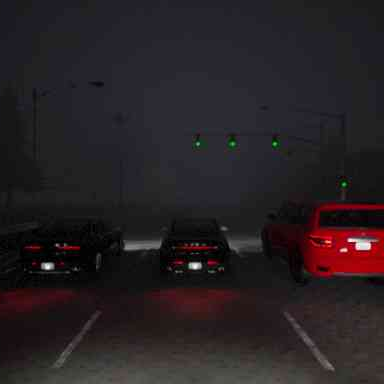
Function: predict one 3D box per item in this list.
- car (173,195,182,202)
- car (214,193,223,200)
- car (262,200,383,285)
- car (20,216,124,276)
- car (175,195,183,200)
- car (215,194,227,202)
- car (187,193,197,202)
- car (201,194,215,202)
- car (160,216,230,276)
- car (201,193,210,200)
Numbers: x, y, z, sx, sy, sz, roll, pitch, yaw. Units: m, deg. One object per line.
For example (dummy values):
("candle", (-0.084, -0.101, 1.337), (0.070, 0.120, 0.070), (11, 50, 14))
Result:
("car", (-3.496, 1.565, 77.990), (1.812, 1.442, 4.674), (0, 0, 0))
("car", (7.004, 1.242, 87.963), (2.097, 1.767, 4.553), (0, 0, 0))
("car", (3.582, 1.227, 9.643), (2.150, 2.045, 5.566), (0, 0, 0))
("car", (-3.418, 1.512, 10.321), (1.837, 1.490, 4.892), (0, 0, 0))
("car", (-3.496, 1.482, 88.023), (1.895, 1.301, 4.718), (0, 0, 0))
("car", (7.004, 1.540, 77.573), (1.837, 1.490, 4.892), (0, 0, 0))
("car", (0.004, 1.565, 77.573), (2.128, 1.511, 4.902), (0, 0, 0))
("car", (3.504, 1.396, 77.960), (2.097, 1.767, 4.553), (0, 0, 0))
("car", (0.083, 1.511, 10.334), (1.837, 1.490, 4.892), (0, 0, 0))
("car", (3.504, 1.242, 87.963), (2.097, 1.767, 4.553), (0, 0, 0))
